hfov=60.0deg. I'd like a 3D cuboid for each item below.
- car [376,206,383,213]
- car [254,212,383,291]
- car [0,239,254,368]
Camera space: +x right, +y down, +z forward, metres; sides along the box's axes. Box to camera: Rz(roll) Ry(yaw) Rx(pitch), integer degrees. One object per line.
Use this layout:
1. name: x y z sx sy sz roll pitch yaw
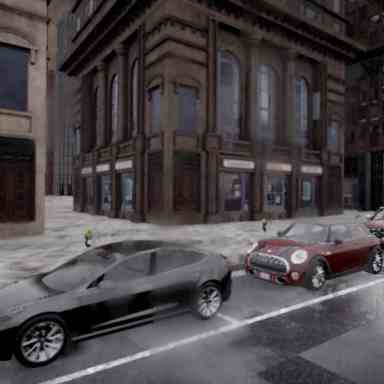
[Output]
1. car: 7.916 1.367 12.293 5.009 1.841 2.192 0 0 -36
2. car: 3.356 1.471 9.040 4.097 1.590 1.967 0 0 -36
3. car: -1.205 1.575 5.786 4.313 1.339 1.947 0 0 -36
